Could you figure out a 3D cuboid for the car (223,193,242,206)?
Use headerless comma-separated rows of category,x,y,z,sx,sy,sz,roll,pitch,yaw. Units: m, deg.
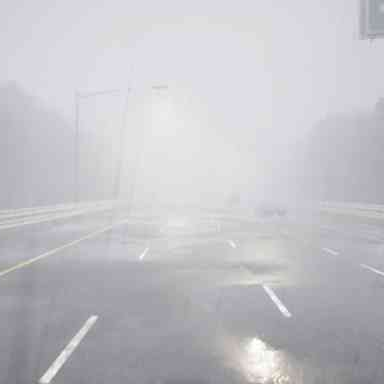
car,6.979,1.248,55.979,2.150,2.045,5.566,0,0,0

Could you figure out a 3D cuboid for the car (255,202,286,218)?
car,6.990,1.603,30.187,1.895,1.301,4.718,0,0,0
